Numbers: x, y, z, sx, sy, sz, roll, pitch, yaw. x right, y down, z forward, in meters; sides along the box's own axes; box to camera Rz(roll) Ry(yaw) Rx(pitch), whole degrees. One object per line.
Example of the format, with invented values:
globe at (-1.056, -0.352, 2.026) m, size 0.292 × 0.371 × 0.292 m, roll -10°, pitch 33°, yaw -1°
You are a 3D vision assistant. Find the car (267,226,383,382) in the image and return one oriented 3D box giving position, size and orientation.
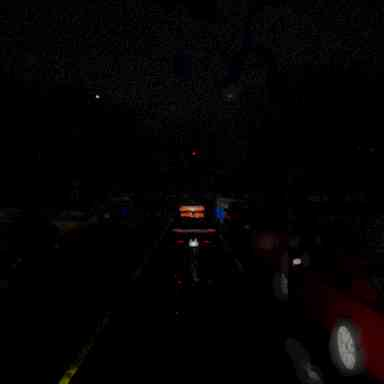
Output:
car at (2.745, 1.546, 5.420) m, size 1.887 × 1.381 × 4.507 m, roll 0°, pitch 0°, yaw 0°

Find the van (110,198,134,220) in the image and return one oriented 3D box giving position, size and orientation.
van at (-5.857, 1.350, 27.141) m, size 1.690 × 1.788 × 3.998 m, roll 0°, pitch 0°, yaw 0°

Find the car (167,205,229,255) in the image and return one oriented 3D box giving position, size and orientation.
car at (0.056, 1.494, 13.353) m, size 2.128 × 1.511 × 4.902 m, roll 0°, pitch 0°, yaw 0°

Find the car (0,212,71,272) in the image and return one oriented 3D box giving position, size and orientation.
car at (-5.800, 1.569, 10.828) m, size 1.947 × 1.339 × 4.313 m, roll 0°, pitch 0°, yaw 0°

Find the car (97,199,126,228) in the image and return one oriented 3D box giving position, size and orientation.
car at (-5.838, 1.447, 21.703) m, size 1.967 × 1.590 × 4.097 m, roll 0°, pitch 0°, yaw 0°

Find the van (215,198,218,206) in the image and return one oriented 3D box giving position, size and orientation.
van at (2.687, 1.348, 21.733) m, size 1.690 × 1.788 × 3.998 m, roll 0°, pitch 0°, yaw 0°

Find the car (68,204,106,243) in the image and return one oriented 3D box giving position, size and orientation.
car at (-5.818, 1.530, 16.096) m, size 1.752 × 1.417 × 4.829 m, roll 0°, pitch 0°, yaw 0°

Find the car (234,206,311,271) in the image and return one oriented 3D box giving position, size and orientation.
car at (2.725, 1.442, 10.857) m, size 1.967 × 1.590 × 4.097 m, roll 0°, pitch 0°, yaw 0°

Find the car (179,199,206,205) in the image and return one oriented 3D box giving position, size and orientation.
car at (0.045, 1.362, 26.860) m, size 2.097 × 1.767 × 4.553 m, roll 0°, pitch 0°, yaw 1°

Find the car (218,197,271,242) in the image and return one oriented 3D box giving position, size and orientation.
car at (2.706, 1.319, 16.295) m, size 2.192 × 1.841 × 5.009 m, roll 0°, pitch 0°, yaw 0°

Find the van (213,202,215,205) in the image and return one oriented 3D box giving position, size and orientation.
van at (2.668, 1.350, 27.170) m, size 1.690 × 1.788 × 3.998 m, roll 0°, pitch 0°, yaw 0°
